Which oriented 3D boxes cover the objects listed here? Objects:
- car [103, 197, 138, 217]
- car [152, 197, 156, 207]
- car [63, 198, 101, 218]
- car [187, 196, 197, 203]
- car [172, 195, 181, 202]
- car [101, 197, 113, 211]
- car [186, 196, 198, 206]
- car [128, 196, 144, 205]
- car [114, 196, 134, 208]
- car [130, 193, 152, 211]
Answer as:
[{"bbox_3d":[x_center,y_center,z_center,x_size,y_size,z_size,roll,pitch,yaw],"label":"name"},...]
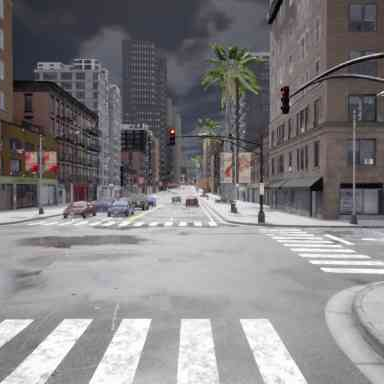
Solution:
[{"bbox_3d":[-6.660,1.515,31.538,1.812,1.442,4.674,0,0,0],"label":"car"},{"bbox_3d":[-6.684,1.451,51.671,1.882,1.535,5.008,0,0,0],"label":"car"},{"bbox_3d":[-9.903,1.516,29.753,1.812,1.442,4.674,0,0,0],"label":"car"},{"bbox_3d":[-0.061,1.496,71.401,1.994,1.385,4.181,0,0,0],"label":"car"},{"bbox_3d":[-3.301,1.433,70.931,2.128,1.511,4.902,0,0,0],"label":"car"},{"bbox_3d":[-9.918,1.338,38.745,2.097,1.767,4.553,0,0,0],"label":"car"},{"bbox_3d":[0.000,1.449,53.232,1.882,1.535,5.008,0,0,0],"label":"car"},{"bbox_3d":[-9.919,1.439,59.357,1.882,1.535,5.008,0,0,1],"label":"car"},{"bbox_3d":[-9.936,1.455,48.978,1.882,1.535,5.008,0,0,0],"label":"car"},{"bbox_3d":[-6.671,1.206,41.230,2.150,2.045,5.566,0,0,0],"label":"car"}]
